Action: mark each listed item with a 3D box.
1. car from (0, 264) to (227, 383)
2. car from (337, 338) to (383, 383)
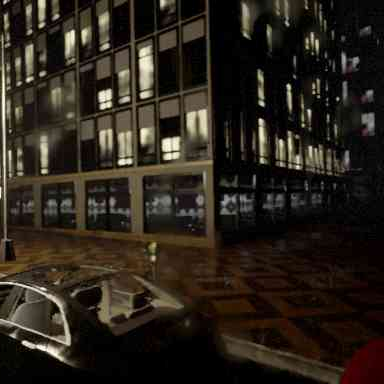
[{"bbox_3d":[-1.700,1.587,4.106,4.403,1.369,2.008,-1,-2,36],"label":"car"},{"bbox_3d":[2.938,1.295,0.802,5.009,1.841,2.192,-1,-2,36],"label":"car"}]
